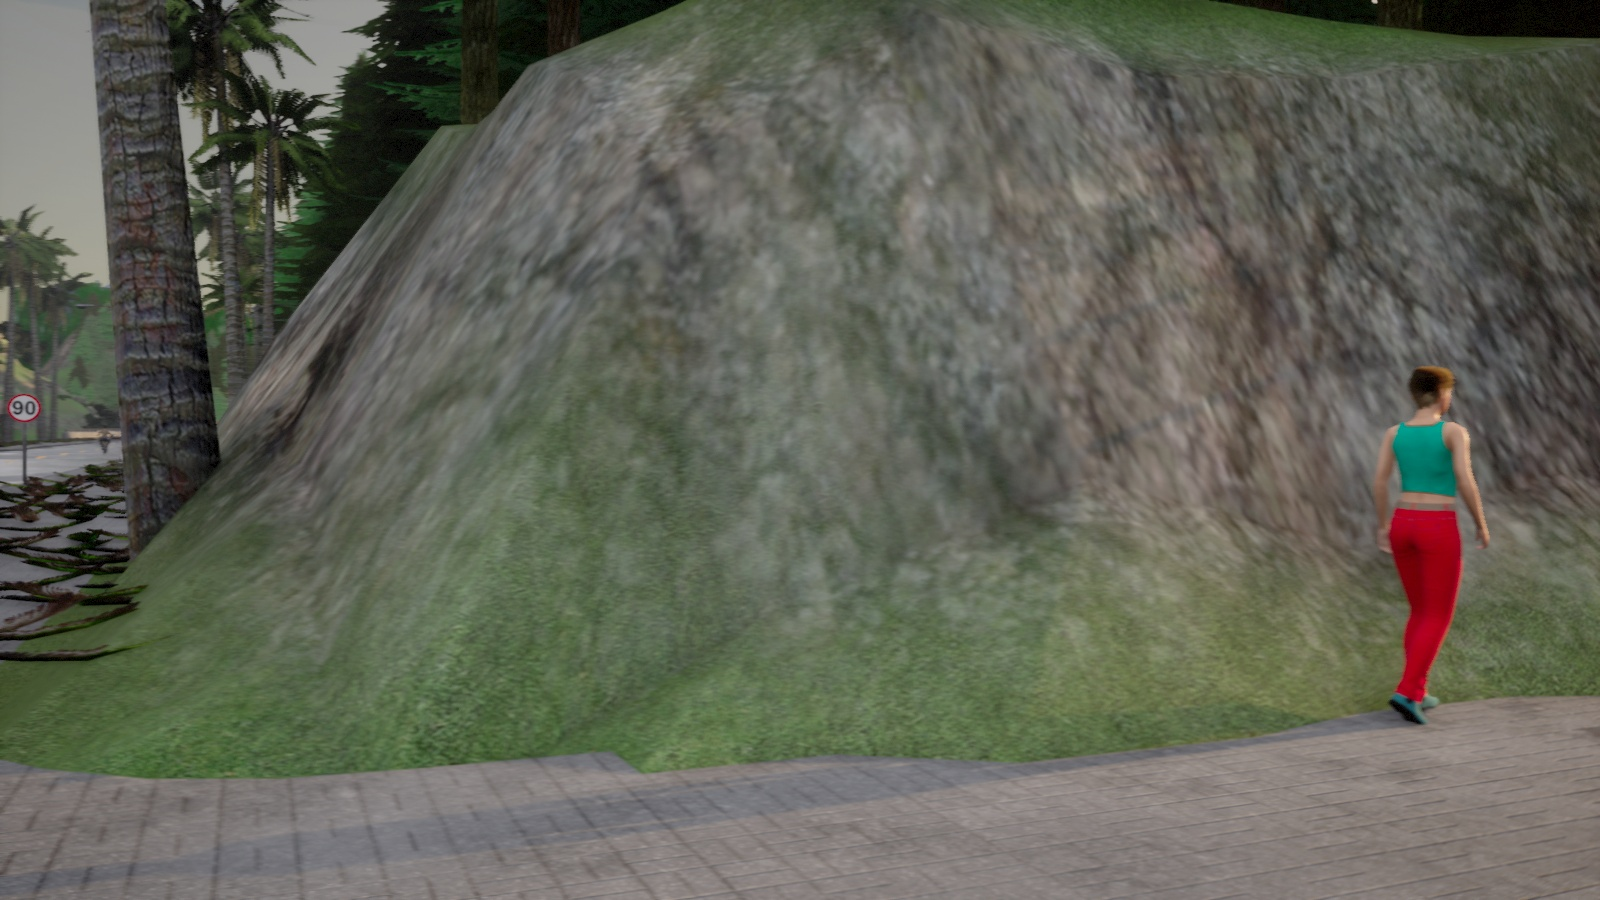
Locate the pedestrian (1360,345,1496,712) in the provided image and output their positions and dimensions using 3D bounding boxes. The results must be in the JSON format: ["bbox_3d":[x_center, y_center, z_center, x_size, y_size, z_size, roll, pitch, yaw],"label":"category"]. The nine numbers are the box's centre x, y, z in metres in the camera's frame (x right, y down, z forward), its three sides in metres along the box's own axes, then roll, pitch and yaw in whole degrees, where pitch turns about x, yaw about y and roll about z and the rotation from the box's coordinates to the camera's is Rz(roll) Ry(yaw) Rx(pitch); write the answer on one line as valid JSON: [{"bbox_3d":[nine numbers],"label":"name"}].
[{"bbox_3d":[3.282,0.387,6.563,0.594,1.836,0.345,-1,1,-28],"label":"pedestrian"}]
